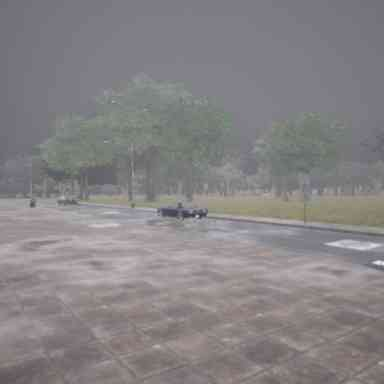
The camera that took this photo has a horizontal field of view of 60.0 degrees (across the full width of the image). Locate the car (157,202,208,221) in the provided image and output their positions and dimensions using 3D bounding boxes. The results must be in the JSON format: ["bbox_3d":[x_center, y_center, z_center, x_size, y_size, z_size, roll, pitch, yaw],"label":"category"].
[{"bbox_3d":[-0.894,1.460,26.075,1.895,1.301,4.718,-2,1,-35],"label":"car"}]

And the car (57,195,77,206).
[{"bbox_3d":[-19.849,1.246,52.752,2.097,1.767,4.553,-2,1,-35],"label":"car"}]
